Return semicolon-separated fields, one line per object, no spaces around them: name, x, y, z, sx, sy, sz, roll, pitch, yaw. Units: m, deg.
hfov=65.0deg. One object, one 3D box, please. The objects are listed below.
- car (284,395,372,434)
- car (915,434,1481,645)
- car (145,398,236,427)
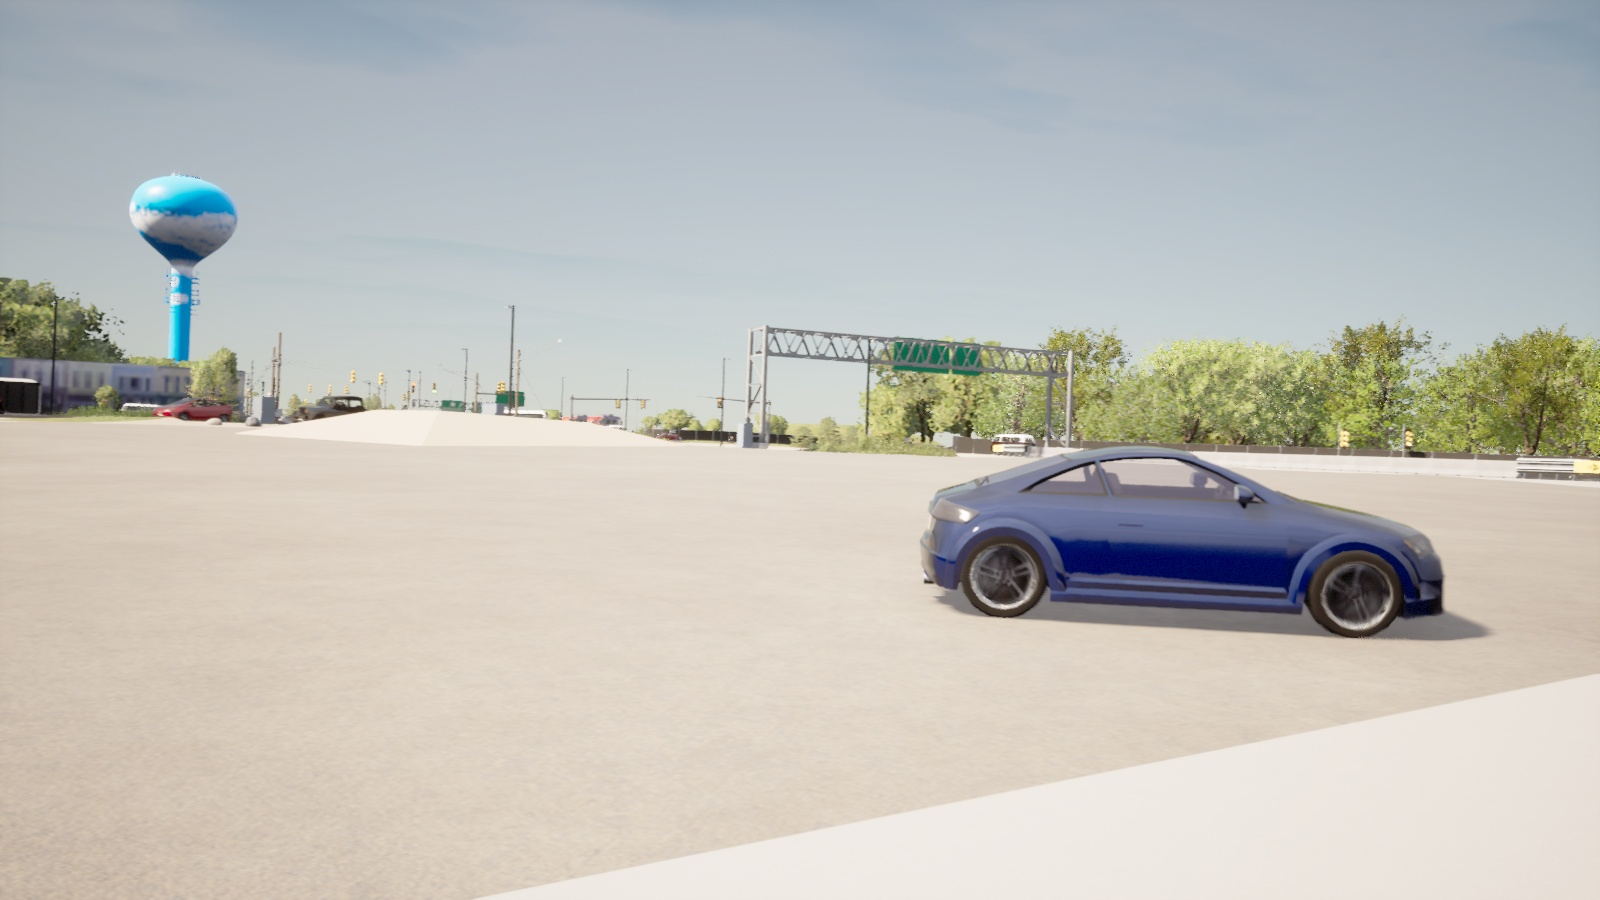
car;-24.878;-1.877;66.329;1.905;1.878;3.866;3;1;39
car;3.122;0.659;10.673;4.181;1.385;1.994;2;3;7
car;-35.427;-2.150;73.168;2.007;1.525;4.514;1;0;24
